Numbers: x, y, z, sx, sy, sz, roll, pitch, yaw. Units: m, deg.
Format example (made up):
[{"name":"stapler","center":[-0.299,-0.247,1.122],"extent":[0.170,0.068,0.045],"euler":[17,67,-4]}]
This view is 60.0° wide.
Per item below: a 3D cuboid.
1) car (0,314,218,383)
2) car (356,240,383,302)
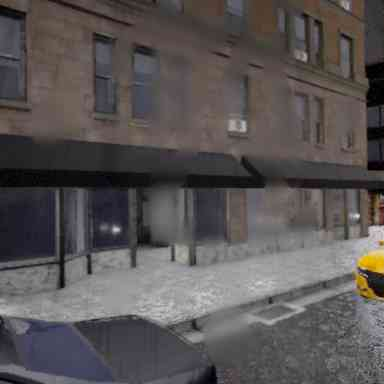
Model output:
[{"name":"car","center":[-2.229,1.610,1.749],"extent":[5.357,1.411,2.033],"euler":[0,-1,-35]},{"name":"car","center":[5.679,1.536,7.619],"extent":[5.008,1.535,1.882],"euler":[0,-1,-37]}]
